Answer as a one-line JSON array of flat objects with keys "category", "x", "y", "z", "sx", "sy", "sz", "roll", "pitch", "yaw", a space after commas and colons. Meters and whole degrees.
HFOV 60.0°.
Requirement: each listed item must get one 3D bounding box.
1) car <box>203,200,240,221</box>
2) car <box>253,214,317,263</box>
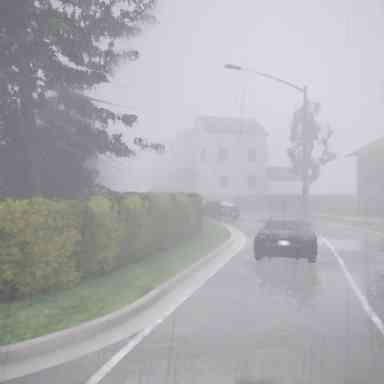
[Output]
[{"category": "car", "x": 1.876, "y": 1.355, "z": 25.665, "sx": 1.812, "sy": 1.442, "sz": 4.674, "roll": 0, "pitch": 1, "yaw": -29}, {"category": "car", "x": 3.371, "y": 1.492, "z": 11.947, "sx": 1.994, "sy": 1.385, "sz": 4.181, "roll": 0, "pitch": 1, "yaw": 17}]
